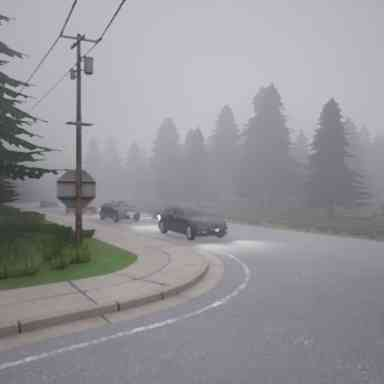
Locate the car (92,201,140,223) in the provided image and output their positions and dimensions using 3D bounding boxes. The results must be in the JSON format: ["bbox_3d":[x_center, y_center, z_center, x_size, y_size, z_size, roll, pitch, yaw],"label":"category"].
[{"bbox_3d":[-5.615,1.451,25.467,2.128,1.511,4.902,0,0,-34],"label":"car"}]

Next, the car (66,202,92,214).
[{"bbox_3d":[-11.196,1.319,33.683,2.097,1.767,4.553,0,0,-35],"label":"car"}]

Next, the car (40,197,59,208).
[{"bbox_3d":[-20.189,1.495,46.894,1.812,1.442,4.674,0,0,-34],"label":"car"}]

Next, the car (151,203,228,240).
[{"bbox_3d":[-0.116,1.464,16.940,1.837,1.490,4.892,0,0,-31],"label":"car"}]
